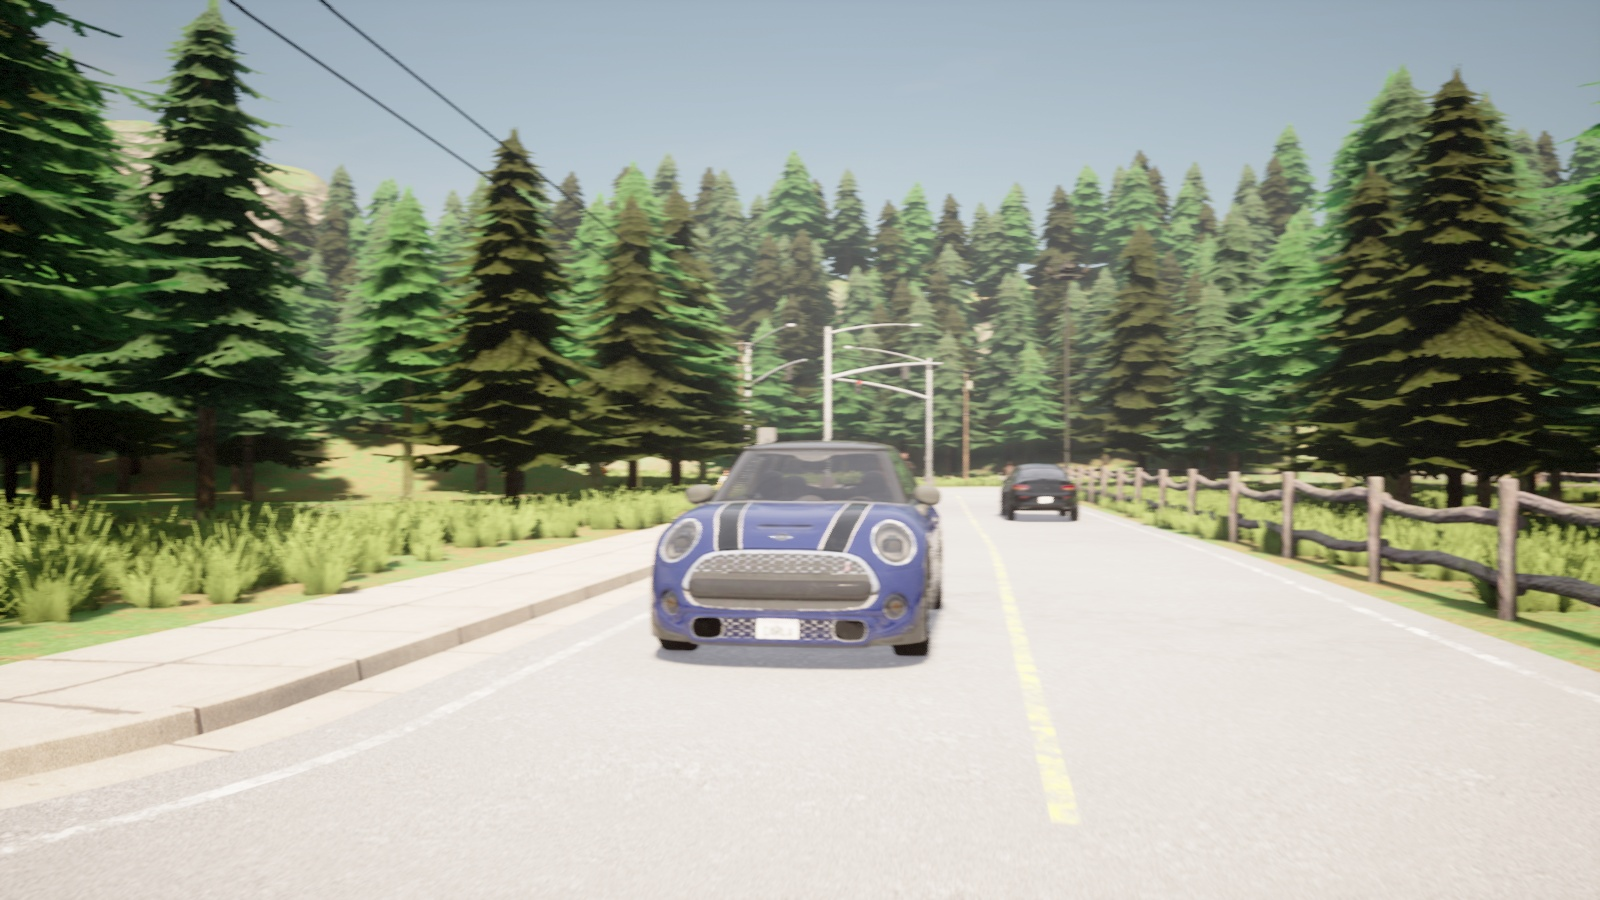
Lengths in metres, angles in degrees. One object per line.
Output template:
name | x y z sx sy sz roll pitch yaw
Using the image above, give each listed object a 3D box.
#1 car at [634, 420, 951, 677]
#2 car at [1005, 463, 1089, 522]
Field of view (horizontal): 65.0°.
car | 0.196 0.700 11.026 2.097 1.767 4.553 0 -1 9
car | 6.463 1.067 33.262 1.812 1.442 4.674 0 -1 6
